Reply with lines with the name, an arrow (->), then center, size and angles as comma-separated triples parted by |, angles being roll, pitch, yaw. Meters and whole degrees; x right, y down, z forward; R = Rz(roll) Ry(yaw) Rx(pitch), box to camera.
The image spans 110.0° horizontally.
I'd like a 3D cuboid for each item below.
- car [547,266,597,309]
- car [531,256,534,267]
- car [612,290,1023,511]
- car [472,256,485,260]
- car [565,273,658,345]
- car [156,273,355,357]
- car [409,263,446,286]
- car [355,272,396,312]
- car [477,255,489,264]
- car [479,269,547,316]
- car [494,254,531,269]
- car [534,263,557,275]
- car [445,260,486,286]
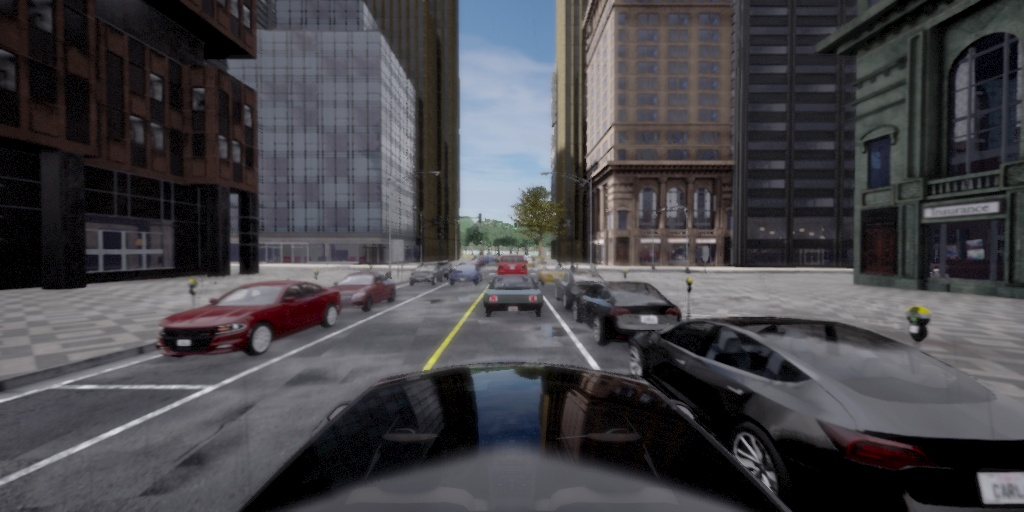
car -> 2.753, 1.264, 14.468 | 2.007, 1.370, 4.403 | 0, 0, 0
car -> 2.724, 1.058, 57.228 | 1.751, 1.417, 4.829 | 0, 0, 0
car -> 2.760, 1.310, 4.062 | 1.948, 1.339, 4.313 | 0, 0, 0
car -> -5.801, 1.114, 57.044 | 1.802, 1.307, 4.207 | 0, 0, 0
car -> 2.756, 1.295, 9.265 | 1.948, 1.339, 4.313 | 0, 0, 0
car -> -5.769, 1.276, 8.560 | 1.888, 1.381, 4.507 | 0, 0, 0
car -> -5.780, 1.228, 24.693 | 2.007, 1.370, 4.403 | 0, 0, 0
car -> -5.773, 1.297, 13.937 | 1.802, 1.307, 4.207 | 0, 0, 0
car -> -5.805, 0.817, 62.724 | 2.192, 1.841, 5.009 | 0, 0, 0
car -> 0.054, 1.318, 13.131 | 1.895, 1.301, 4.718 | 0, 0, 0
car -> 0.039, 0.890, 27.163 | 2.150, 2.045, 5.566 | 0, 0, 0
car -> 2.746, 1.203, 25.044 | 1.751, 1.417, 4.829 | 0, 0, 0
car -> -3.092, 1.203, 24.781 | 1.812, 1.442, 4.674 | 0, 0, 0
